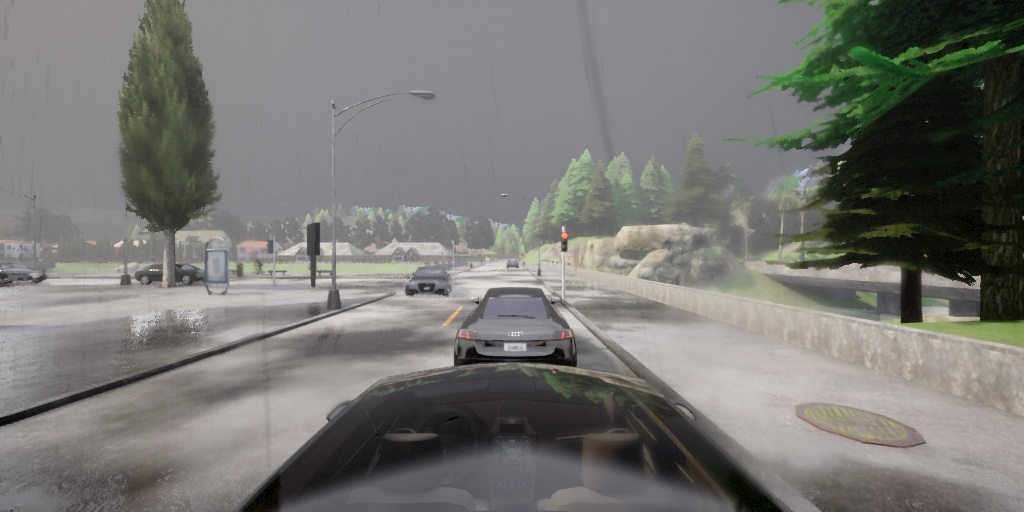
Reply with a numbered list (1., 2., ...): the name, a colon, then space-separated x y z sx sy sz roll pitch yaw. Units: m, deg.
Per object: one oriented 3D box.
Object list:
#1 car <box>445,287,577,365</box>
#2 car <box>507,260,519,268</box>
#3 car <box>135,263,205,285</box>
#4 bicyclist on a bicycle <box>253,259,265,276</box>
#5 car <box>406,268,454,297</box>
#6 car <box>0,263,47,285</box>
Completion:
1. car: 0.064 1.314 7.295 1.994 1.385 4.181 0 0 0
2. car: 0.124 1.314 62.358 1.994 1.385 4.181 0 0 0
3. car: -24.023 1.255 25.722 4.892 1.490 1.837 0 0 0
4. bicyclist on a bicycle: -24.099 1.099 34.120 0.582 1.620 1.656 0 0 0
5. car: -4.132 1.313 18.673 1.994 1.385 4.181 0 0 -5
6. car: -36.582 1.242 25.728 4.902 1.511 2.128 0 0 0
